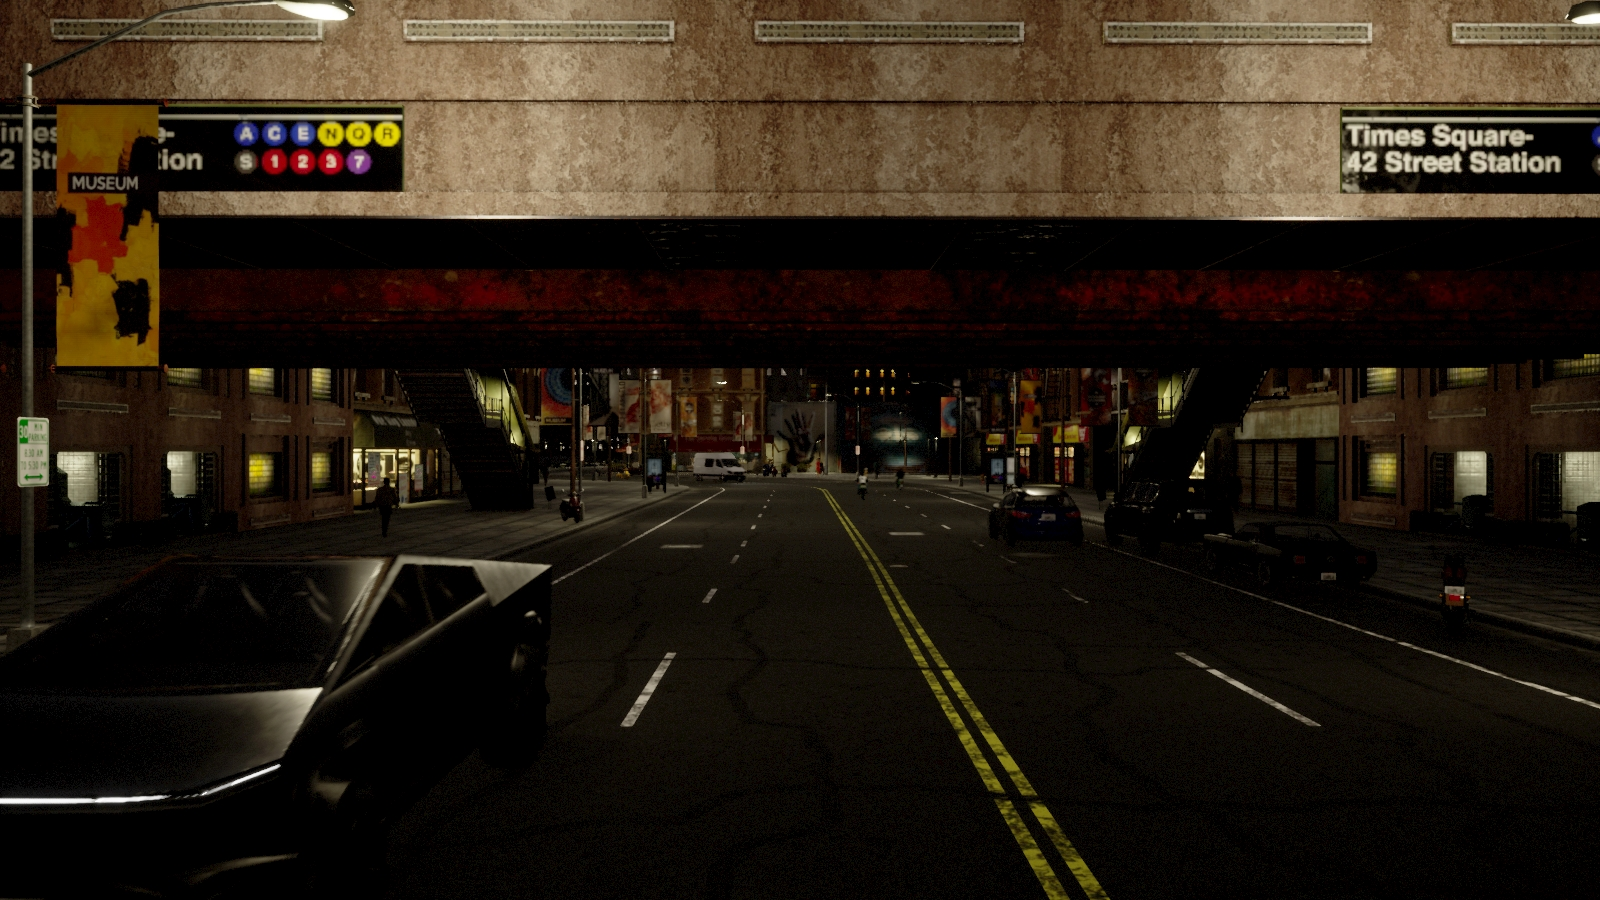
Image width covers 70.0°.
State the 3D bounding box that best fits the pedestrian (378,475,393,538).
[{"bbox_3d":[-12.419,1.696,34.253,0.375,1.860,0.375,0,0,-10],"label":"pedestrian"}]

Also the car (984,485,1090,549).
[{"bbox_3d":[7.068,1.968,34.620,2.242,1.667,4.611,0,0,0],"label":"car"}]

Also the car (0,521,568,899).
[{"bbox_3d":[-3.501,1.753,8.211,2.390,2.098,6.274,0,0,0],"label":"car"}]
